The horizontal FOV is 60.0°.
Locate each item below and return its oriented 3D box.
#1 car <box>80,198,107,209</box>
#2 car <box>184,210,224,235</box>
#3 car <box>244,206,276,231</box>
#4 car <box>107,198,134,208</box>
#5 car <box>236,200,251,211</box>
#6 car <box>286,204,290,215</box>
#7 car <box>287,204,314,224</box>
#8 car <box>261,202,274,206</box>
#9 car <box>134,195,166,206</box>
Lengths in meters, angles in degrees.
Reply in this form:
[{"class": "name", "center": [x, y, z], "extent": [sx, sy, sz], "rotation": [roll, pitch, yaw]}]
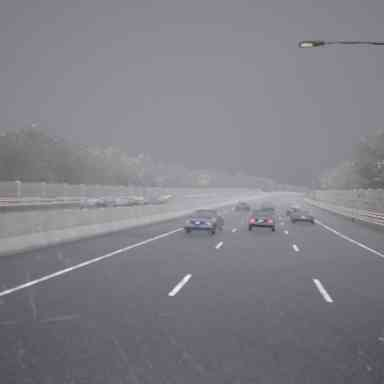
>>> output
[{"class": "car", "center": [-12.363, 1.511, 42.423], "extent": [1.812, 1.442, 4.674], "rotation": [2, 0, 14]}, {"class": "car", "center": [0.884, 1.859, 21.433], "extent": [2.033, 1.411, 5.357], "rotation": [2, -1, 13]}, {"class": "car", "center": [5.207, 2.023, 24.662], "extent": [2.033, 1.411, 5.357], "rotation": [2, 0, 13]}, {"class": "car", "center": [-8.607, 1.571, 43.066], "extent": [1.882, 1.535, 5.008], "rotation": [2, 0, 14]}, {"class": "car", "center": [7.744, 2.022, 50.103], "extent": [2.128, 1.511, 4.902], "rotation": [2, 0, 14]}, {"class": "car", "center": [12.834, 2.240, 41.856], "extent": [1.812, 1.442, 4.674], "rotation": [2, 0, 14]}, {"class": "car", "center": [10.420, 2.228, 31.644], "extent": [1.994, 1.385, 4.181], "rotation": [2, 0, 13]}, {"class": "car", "center": [11.407, 2.197, 50.310], "extent": [1.994, 1.385, 4.181], "rotation": [2, 0, 14]}, {"class": "car", "center": [-5.041, 1.419, 42.905], "extent": [2.150, 2.045, 5.566], "rotation": [2, 0, 14]}]
